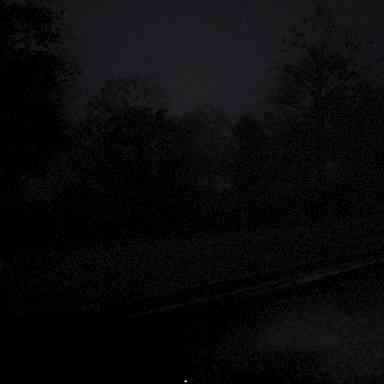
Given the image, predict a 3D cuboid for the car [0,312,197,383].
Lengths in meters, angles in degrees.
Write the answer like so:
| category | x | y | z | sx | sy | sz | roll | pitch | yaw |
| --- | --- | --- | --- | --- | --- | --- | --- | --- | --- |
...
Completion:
| category | x | y | z | sx | sy | sz | roll | pitch | yaw |
| --- | --- | --- | --- | --- | --- | --- | --- | --- | --- |
| car | -2.164 | 1.497 | 1.896 | 4.902 | 1.511 | 2.128 | -1 | 0 | -36 |
